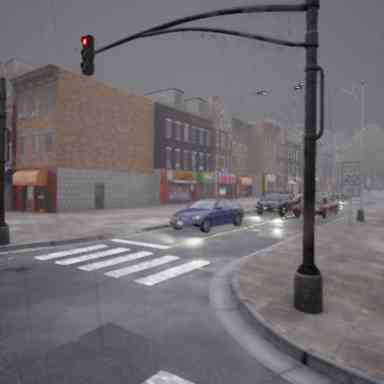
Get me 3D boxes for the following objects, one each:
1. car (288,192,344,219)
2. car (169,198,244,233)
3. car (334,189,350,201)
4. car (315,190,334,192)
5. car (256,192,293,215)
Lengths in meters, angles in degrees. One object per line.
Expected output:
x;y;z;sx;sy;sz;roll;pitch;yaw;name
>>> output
8.074;0.929;21.364;1.895;1.301;4.718;1;2;36;car
0.877;1.028;16.314;1.812;1.442;4.674;1;2;37;car
17.405;0.361;39.520;1.994;1.385;4.181;1;2;36;car
11.542;0.599;31.317;1.994;1.385;4.181;1;2;36;car
6.220;0.769;23.839;1.837;1.490;4.892;1;2;35;car
